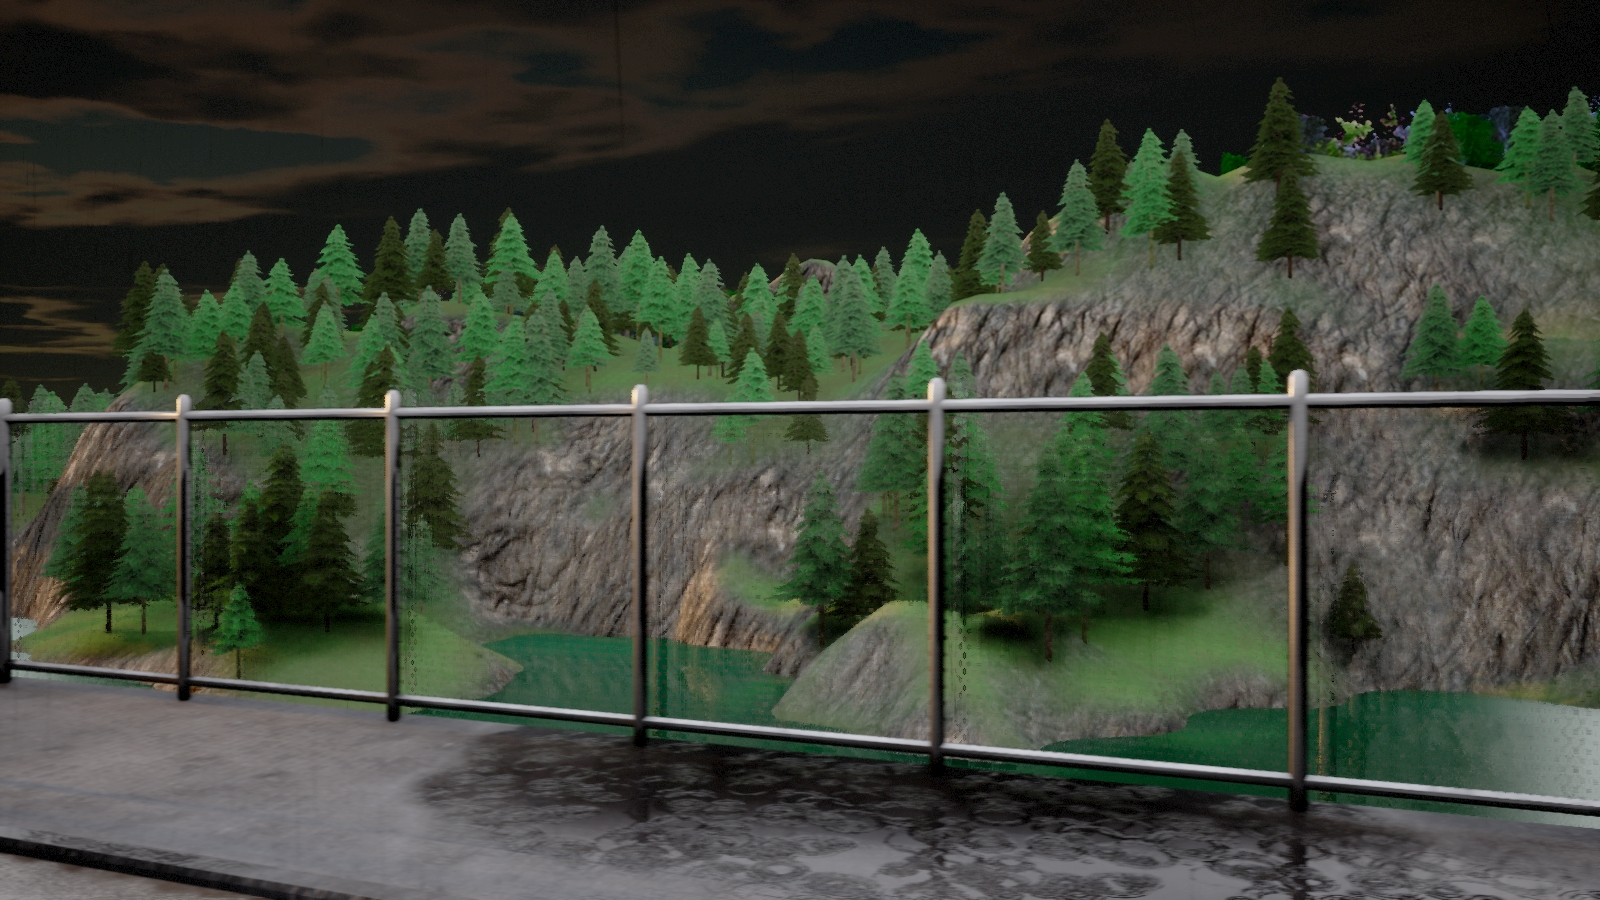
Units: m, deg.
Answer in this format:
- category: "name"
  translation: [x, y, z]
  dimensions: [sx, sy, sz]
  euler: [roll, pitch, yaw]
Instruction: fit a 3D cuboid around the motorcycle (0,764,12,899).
- category: "motorcycle"
  translation: [-5.139, 2.206, 5.702]
  dimensions: [2.209, 1.251, 0.867]
  euler: [0, 0, 20]
